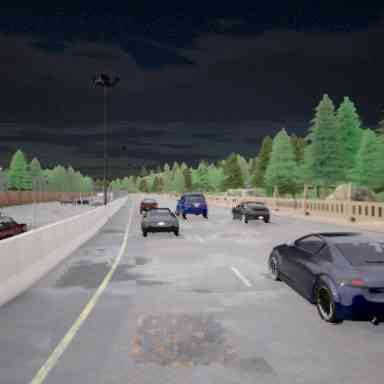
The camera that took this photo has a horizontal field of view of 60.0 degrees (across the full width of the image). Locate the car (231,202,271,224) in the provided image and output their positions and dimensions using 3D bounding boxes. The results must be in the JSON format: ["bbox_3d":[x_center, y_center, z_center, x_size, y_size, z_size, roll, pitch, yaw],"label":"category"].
[{"bbox_3d":[4.272,1.489,24.836,1.837,1.490,4.892,0,0,-9],"label":"car"}]

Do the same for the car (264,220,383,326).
[{"bbox_3d":[3.114,1.552,7.187,1.994,1.385,4.181,0,0,-4],"label":"car"}]

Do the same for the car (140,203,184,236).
[{"bbox_3d":[-1.852,1.572,18.790,1.994,1.385,4.181,0,0,-9],"label":"car"}]

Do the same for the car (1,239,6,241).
[{"bbox_3d":[-8.196,1.634,13.046,1.895,1.301,4.718,0,0,-8],"label":"car"}]

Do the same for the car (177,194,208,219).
[{"bbox_3d":[-0.052,1.223,29.567,2.150,2.045,5.566,0,0,-10],"label":"car"}]

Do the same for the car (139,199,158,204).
[{"bbox_3d":[-4.719,1.498,36.210,1.882,1.535,5.008,0,0,-10],"label":"car"}]
